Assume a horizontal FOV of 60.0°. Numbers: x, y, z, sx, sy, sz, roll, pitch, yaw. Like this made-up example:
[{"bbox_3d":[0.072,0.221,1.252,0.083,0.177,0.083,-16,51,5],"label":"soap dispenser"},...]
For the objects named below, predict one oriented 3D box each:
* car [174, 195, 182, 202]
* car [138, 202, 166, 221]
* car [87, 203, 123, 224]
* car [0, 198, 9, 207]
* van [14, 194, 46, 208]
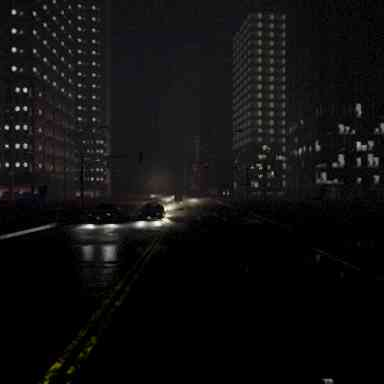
[{"bbox_3d":[-3.234,1.489,77.392,1.882,1.535,5.008,0,0,0],"label":"car"},{"bbox_3d":[-3.264,1.575,28.018,2.033,1.411,5.357,0,0,0],"label":"car"},{"bbox_3d":[-6.538,1.552,25.560,1.812,1.442,4.674,0,0,1],"label":"car"},{"bbox_3d":[-28.181,1.423,46.675,4.507,1.381,1.887,0,0,1],"label":"car"},{"bbox_3d":[-22.642,1.245,46.627,3.998,1.788,1.690,0,0,1],"label":"van"}]
